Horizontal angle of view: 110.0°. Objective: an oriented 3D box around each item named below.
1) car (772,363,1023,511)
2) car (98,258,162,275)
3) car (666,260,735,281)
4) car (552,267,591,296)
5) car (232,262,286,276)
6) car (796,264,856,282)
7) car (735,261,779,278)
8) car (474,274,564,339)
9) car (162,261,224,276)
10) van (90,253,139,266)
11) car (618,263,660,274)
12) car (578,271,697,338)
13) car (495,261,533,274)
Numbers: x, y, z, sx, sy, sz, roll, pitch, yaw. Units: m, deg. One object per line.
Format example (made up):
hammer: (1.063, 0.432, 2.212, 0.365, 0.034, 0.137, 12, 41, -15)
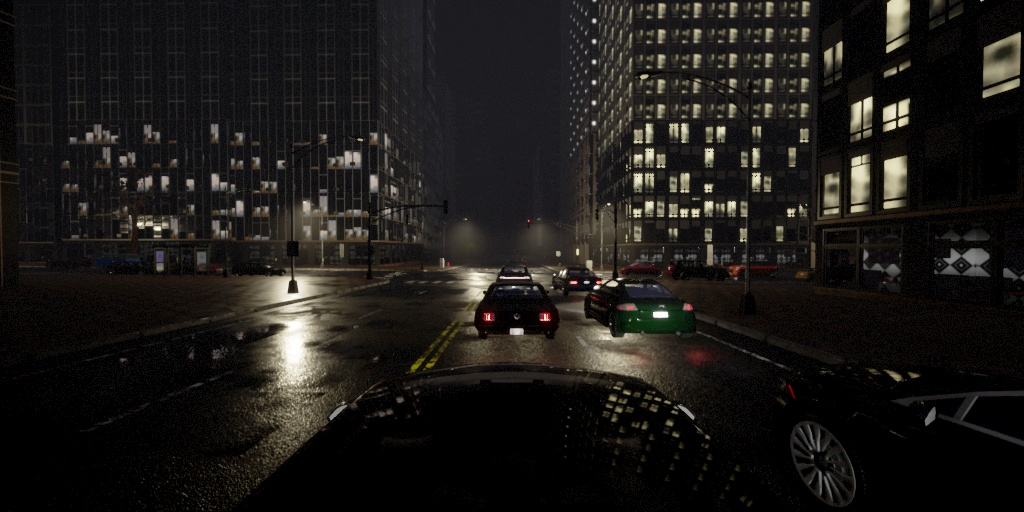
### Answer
car: (3.340, 1.242, 1.375, 2.128, 1.511, 4.902, 0, 0, 0)
car: (-34.054, 1.068, 32.477, 4.313, 1.339, 1.948, 0, 0, 1)
car: (16.235, 1.267, 31.568, 5.009, 1.841, 2.192, 0, 0, 1)
car: (3.409, 1.288, 19.435, 2.033, 1.411, 5.357, 0, 0, -3)
car: (-22.689, 1.172, 32.153, 4.313, 1.339, 1.948, 0, 0, 1)
car: (27.683, 1.577, 31.354, 4.829, 1.417, 1.751, 0, 0, 1)
car: (24.810, 1.285, 37.181, 4.553, 1.767, 2.097, 0, 1, 1)
car: (0.110, 1.347, 9.979, 1.895, 1.301, 4.718, 0, 0, 0)
car: (-28.373, 1.137, 32.295, 4.207, 1.307, 1.802, 0, 0, 1)
van: (-45.232, 0.603, 41.154, 3.998, 1.789, 1.690, 0, 0, 1)
car: (13.188, 1.396, 37.405, 4.181, 1.385, 1.994, 1, 1, 1)
car: (3.369, 1.310, 10.205, 1.994, 1.385, 4.181, 0, 0, -1)
car: (0.123, 1.232, 19.235, 2.128, 1.511, 4.902, 0, 0, 0)
